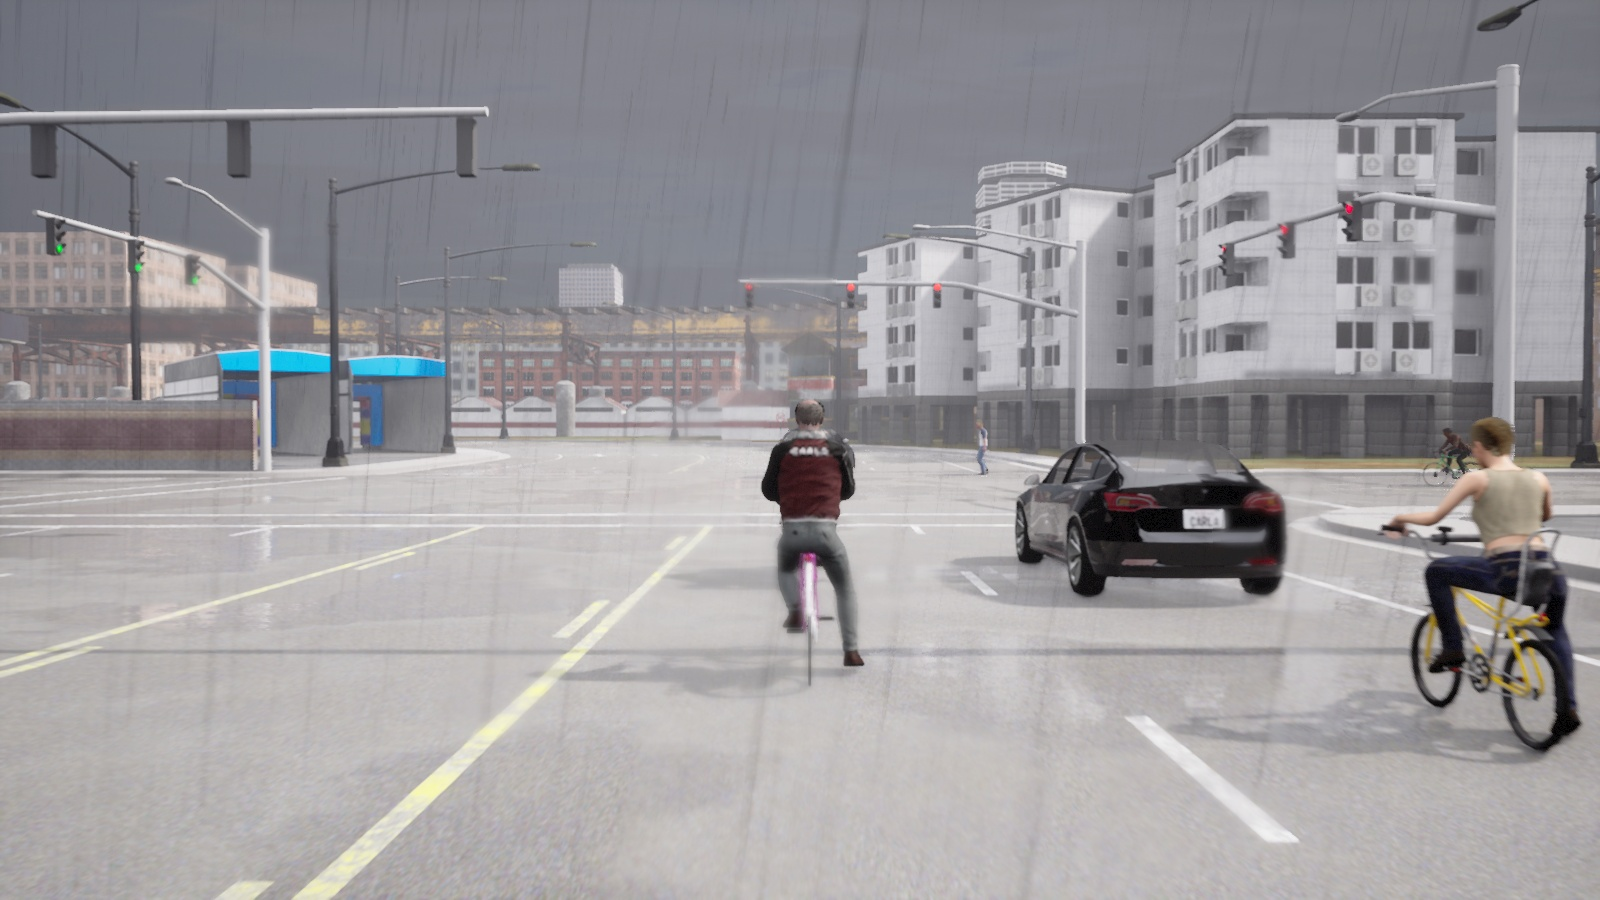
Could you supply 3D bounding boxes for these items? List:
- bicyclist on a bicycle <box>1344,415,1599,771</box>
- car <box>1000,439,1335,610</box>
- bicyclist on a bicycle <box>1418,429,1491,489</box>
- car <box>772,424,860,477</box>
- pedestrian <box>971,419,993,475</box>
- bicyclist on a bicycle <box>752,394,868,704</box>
[{"bbox_3d":[3.548,0.641,6.445,0.866,1.612,1.509,0,1,1],"label":"bicyclist on a bicycle"},{"bbox_3d":[3.597,0.633,13.399,2.163,1.488,4.792,0,1,0],"label":"car"},{"bbox_3d":[17.775,0.233,34.128,1.656,1.620,0.582,0,1,-1],"label":"bicyclist on a bicycle"},{"bbox_3d":[0.575,-0.017,40.669,1.851,1.617,3.988,1,1,16],"label":"car"},{"bbox_3d":[5.962,-0.113,41.136,0.706,1.836,0.354,0,1,12],"label":"pedestrian"},{"bbox_3d":[0.062,0.555,8.115,0.659,1.776,1.843,0,1,0],"label":"bicyclist on a bicycle"}]
